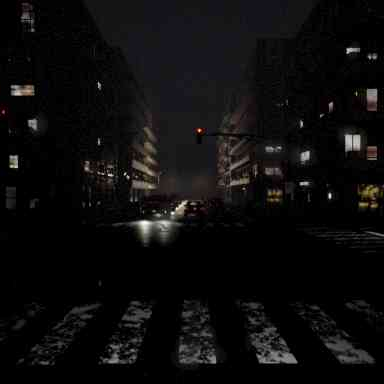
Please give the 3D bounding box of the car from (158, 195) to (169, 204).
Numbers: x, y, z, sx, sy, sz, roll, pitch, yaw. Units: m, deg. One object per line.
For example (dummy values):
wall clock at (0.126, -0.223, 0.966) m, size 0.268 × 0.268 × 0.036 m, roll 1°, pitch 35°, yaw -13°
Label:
car at (-5.638, 1.466, 66.327) m, size 1.967 × 1.590 × 4.097 m, roll 0°, pitch 0°, yaw 0°

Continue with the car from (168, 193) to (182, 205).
car at (-2.994, 1.243, 60.575) m, size 2.150 × 2.045 × 5.566 m, roll 0°, pitch 0°, yaw 0°

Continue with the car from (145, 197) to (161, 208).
car at (-5.652, 1.540, 49.109) m, size 1.752 × 1.417 × 4.829 m, roll 0°, pitch 0°, yaw 0°

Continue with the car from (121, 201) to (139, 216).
car at (-5.665, 1.573, 32.232) m, size 1.947 × 1.339 × 4.313 m, roll 0°, pitch 0°, yaw 0°

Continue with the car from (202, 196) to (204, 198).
car at (2.724, 1.452, 43.592) m, size 1.967 × 1.590 × 4.097 m, roll 0°, pitch 0°, yaw 0°

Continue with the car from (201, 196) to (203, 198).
car at (2.734, 1.600, 54.957) m, size 1.802 × 1.307 × 4.206 m, roll 0°, pitch 0°, yaw 0°

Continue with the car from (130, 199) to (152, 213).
car at (-5.660, 1.534, 37.745) m, size 1.752 × 1.417 × 4.829 m, roll 0°, pitch 0°, yaw 0°

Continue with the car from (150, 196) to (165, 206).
car at (-5.647, 1.458, 54.962) m, size 1.967 × 1.590 × 4.097 m, roll 0°, pitch 0°, yaw 0°

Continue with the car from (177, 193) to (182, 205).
car at (-3.049, 1.367, 50.016) m, size 2.097 × 1.767 × 4.553 m, roll 0°, pitch 0°, yaw 0°

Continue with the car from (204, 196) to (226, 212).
car at (2.720, 1.449, 37.910) m, size 1.967 × 1.590 × 4.097 m, roll 0°, pitch 0°, yaw 0°

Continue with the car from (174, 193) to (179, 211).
car at (-3.065, 1.362, 40.117) m, size 2.097 × 1.767 × 4.553 m, roll 0°, pitch 0°, yaw 0°

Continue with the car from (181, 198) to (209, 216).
car at (0.189, 1.554, 32.157) m, size 2.033 × 1.411 × 5.357 m, roll 0°, pitch 0°, yaw -1°

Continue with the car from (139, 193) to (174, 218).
car at (-3.094, 1.228, 30.205) m, size 2.150 × 2.045 × 5.566 m, roll 0°, pitch 0°, yaw 1°

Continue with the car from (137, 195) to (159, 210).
car at (-5.656, 1.326, 43.597) m, size 2.192 × 1.841 × 5.009 m, roll 0°, pitch 0°, yaw 0°

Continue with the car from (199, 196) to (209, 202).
car at (2.751, 1.586, 77.687) m, size 2.008 × 1.369 × 4.403 m, roll 0°, pitch 0°, yaw 0°
